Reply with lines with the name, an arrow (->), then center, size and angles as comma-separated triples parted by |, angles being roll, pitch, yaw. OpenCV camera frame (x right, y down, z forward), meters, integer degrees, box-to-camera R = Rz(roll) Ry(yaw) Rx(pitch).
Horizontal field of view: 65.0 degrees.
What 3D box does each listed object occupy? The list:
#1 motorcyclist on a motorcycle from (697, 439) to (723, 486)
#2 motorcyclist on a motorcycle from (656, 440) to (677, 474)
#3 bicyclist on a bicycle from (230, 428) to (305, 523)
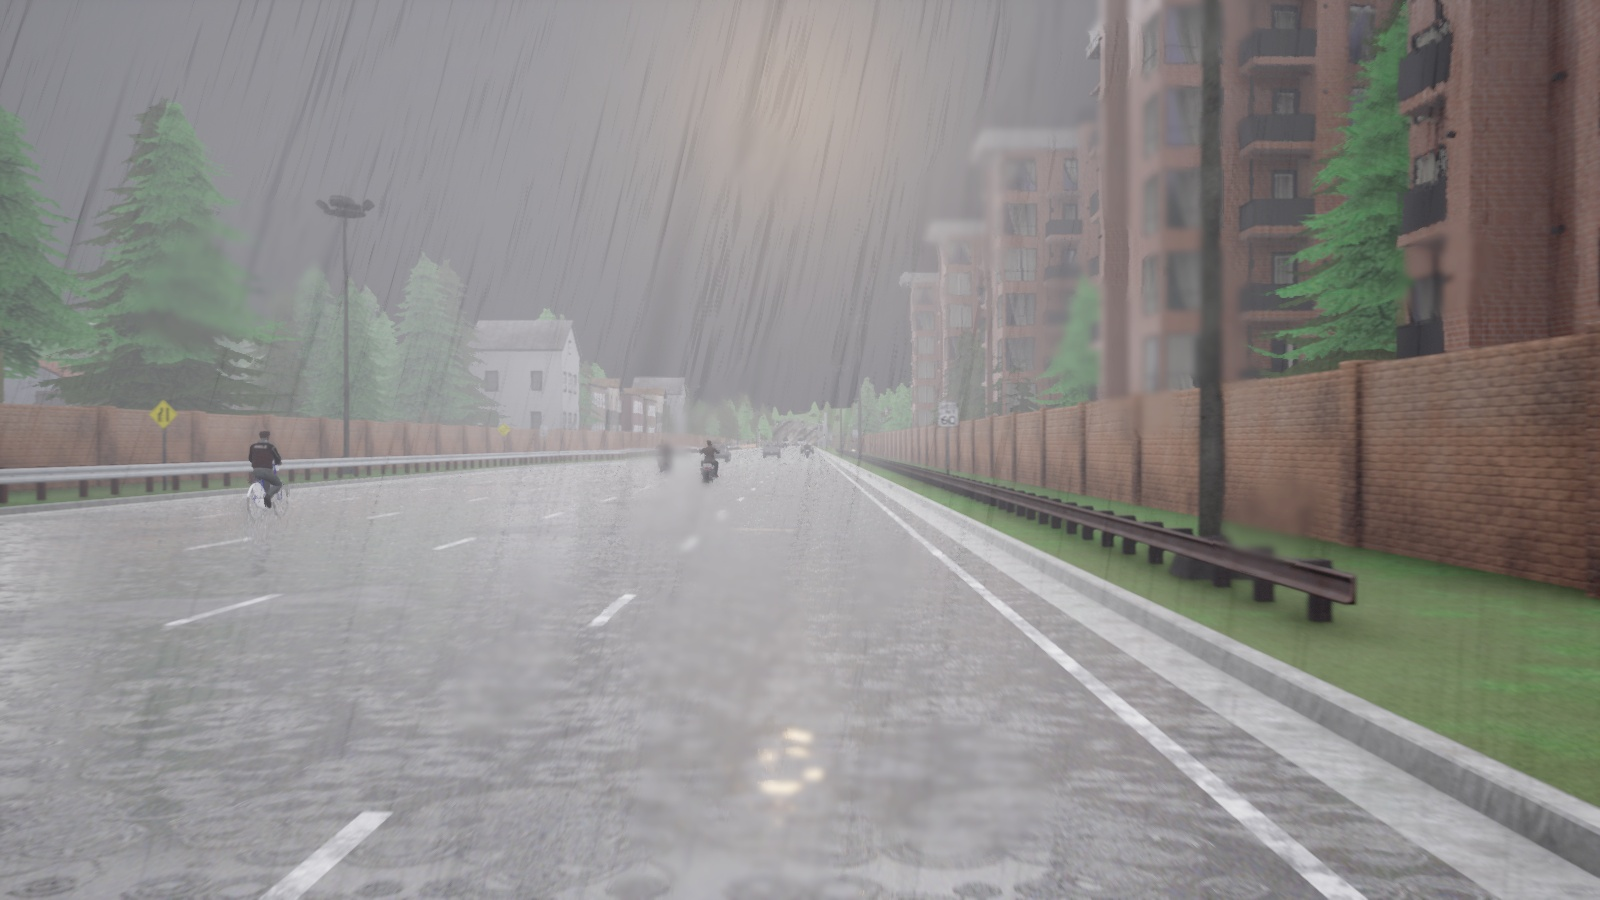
motorcyclist on a motorcycle -> -3.228, 0.441, 45.174 | 0.766, 1.649, 2.350 | 0, 0, 0
motorcyclist on a motorcycle -> -6.631, 0.342, 62.299 | 0.766, 1.649, 2.350 | 0, 0, 0
bicyclist on a bicycle -> -10.346, 0.472, 24.467 | 0.659, 1.776, 1.843 | 0, 1, 0
